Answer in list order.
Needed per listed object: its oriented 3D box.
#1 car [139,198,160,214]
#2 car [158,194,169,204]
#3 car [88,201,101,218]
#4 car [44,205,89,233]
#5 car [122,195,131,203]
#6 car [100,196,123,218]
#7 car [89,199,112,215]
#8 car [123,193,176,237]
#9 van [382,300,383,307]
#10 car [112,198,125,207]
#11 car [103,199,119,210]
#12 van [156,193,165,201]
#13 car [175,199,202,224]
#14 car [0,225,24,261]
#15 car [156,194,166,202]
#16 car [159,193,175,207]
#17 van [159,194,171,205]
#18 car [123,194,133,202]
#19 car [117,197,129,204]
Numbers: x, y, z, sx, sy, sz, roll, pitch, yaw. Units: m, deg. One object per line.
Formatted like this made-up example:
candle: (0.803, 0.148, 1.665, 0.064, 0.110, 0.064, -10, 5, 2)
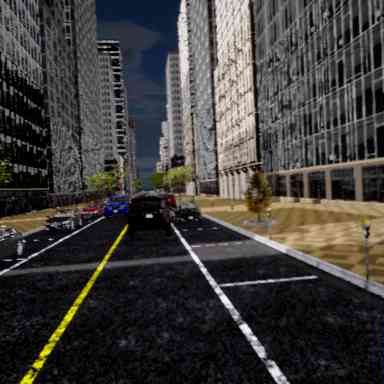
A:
car: (-4.670, 1.500, 36.808, 2.128, 1.511, 4.902, -3, 0, -7)
car: (-5.430, 1.319, 63.110, 1.967, 1.590, 4.097, -4, 0, -7)
car: (-10.105, 1.893, 33.858, 1.802, 1.307, 4.206, -4, 0, -7)
car: (-8.660, 1.858, 22.583, 2.008, 1.369, 4.403, -4, 0, -7)
car: (-16.625, 1.762, 84.594, 1.967, 1.590, 4.097, -4, 0, -7)
car: (-7.274, 1.391, 32.819, 2.150, 2.045, 5.566, -3, 0, -7)
car: (-10.837, 1.753, 39.494, 1.967, 1.590, 4.097, -4, 0, -7)
car: (-2.360, 1.228, 18.543, 2.150, 2.045, 5.566, -3, 1, -7)
van: (2.522, 1.201, 1.098, 1.690, 1.788, 3.998, -4, 0, -7)
car: (-13.724, 1.884, 62.045, 1.947, 1.339, 4.313, -4, 0, -7)
car: (-12.257, 1.841, 50.602, 1.752, 1.417, 4.829, -4, 0, -7)
van: (-7.608, 1.223, 80.021, 1.690, 1.788, 3.998, -4, 0, -7)
car: (-0.359, 1.418, 23.648, 2.008, 1.369, 4.403, -4, 0, -7)
car: (-7.213, 1.854, 11.309, 2.008, 1.369, 4.403, -4, 0, -7)
car: (-6.878, 1.321, 74.385, 1.967, 1.590, 4.097, -4, 0, -7)
car: (-3.991, 1.192, 51.835, 2.192, 1.841, 5.009, -4, 0, -7)
van: (-4.713, 1.219, 57.472, 1.690, 1.788, 3.998, -4, 0, -7)
car: (-17.357, 1.638, 90.230, 2.192, 1.841, 5.009, -4, 0, -7)
car: (-15.172, 1.871, 73.320, 2.008, 1.369, 4.403, -4, 0, -7)
